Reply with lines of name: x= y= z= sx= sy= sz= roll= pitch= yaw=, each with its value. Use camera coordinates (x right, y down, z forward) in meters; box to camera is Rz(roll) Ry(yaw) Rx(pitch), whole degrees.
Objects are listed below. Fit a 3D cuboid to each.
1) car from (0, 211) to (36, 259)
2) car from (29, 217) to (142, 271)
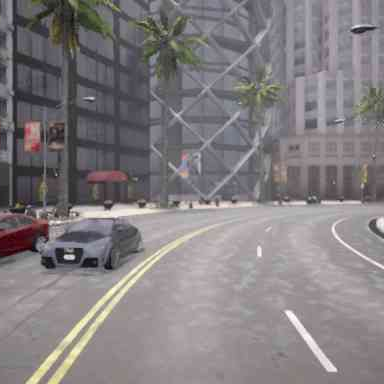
car: x=-6.539 y=1.440 z=10.656 sx=1.882 sy=1.535 sz=5.008 roll=0 pitch=0 yaw=7
car: x=-3.010 y=1.527 z=10.769 sx=1.994 sy=1.385 sz=4.181 roll=0 pitch=0 yaw=7
